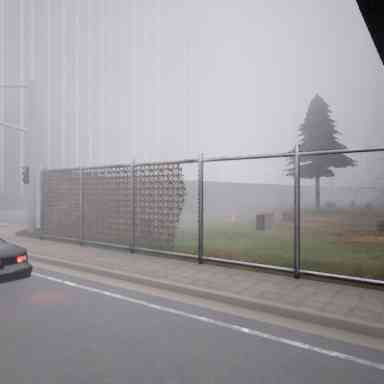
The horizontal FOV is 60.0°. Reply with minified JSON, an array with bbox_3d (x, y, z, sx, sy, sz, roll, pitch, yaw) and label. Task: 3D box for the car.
[{"bbox_3d":[-6.207,1.546,8.397,5.357,1.411,2.033,0,0,35],"label":"car"}]
